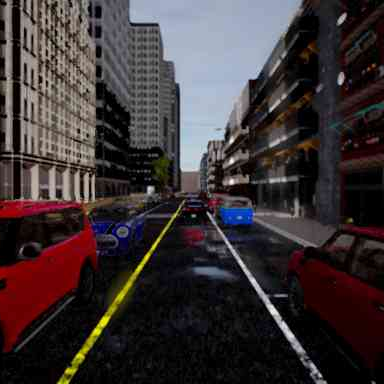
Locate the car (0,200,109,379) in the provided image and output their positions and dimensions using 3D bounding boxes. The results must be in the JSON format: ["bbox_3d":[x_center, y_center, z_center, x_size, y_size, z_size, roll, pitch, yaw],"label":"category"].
[{"bbox_3d":[-3.080,1.187,4.919,2.150,2.045,5.566,0,0,0],"label":"car"}]

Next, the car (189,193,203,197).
[{"bbox_3d":[0.115,1.246,46.296,1.994,1.385,4.181,0,0,0],"label":"car"}]

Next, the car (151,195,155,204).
[{"bbox_3d":[-5.681,1.292,37.359,2.008,1.369,4.403,0,0,0],"label":"car"}]

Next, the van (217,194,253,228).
[{"bbox_3d":[2.694,1.195,20.703,1.690,1.788,3.998,0,0,0],"label":"van"}]

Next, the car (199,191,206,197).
[{"bbox_3d":[2.713,0.767,81.762,2.192,1.841,5.009,0,0,0],"label":"car"}]

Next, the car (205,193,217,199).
[{"bbox_3d":[2.697,1.093,31.805,2.192,1.841,5.009,0,0,0],"label":"car"}]

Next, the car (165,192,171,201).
[{"bbox_3d":[-5.672,1.141,65.113,1.802,1.307,4.206,0,0,0],"label":"car"}]

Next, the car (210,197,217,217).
[{"bbox_3d":[2.697,1.366,26.255,2.008,1.369,4.403,0,0,0],"label":"car"}]

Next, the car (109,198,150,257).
[{"bbox_3d":[-2.997,1.263,12.482,2.097,1.767,4.553,0,0,0],"label":"car"}]

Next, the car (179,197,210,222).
[{"bbox_3d":[0.108,1.332,24.503,1.837,1.490,4.892,0,0,0],"label":"car"}]

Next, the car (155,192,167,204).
[{"bbox_3d":[-5.675,1.182,54.011,2.008,1.369,4.403,0,0,0],"label":"car"}]

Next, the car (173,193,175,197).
[{"bbox_3d":[-5.668,0.803,76.213,2.192,1.841,5.009,0,0,0],"label":"car"}]

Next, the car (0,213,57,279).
[{"bbox_3d":[-5.689,1.458,9.435,1.752,1.417,4.829,0,0,0],"label":"car"}]

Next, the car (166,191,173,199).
[{"bbox_3d":[-5.671,0.964,70.663,1.967,1.590,4.097,0,0,0],"label":"car"}]

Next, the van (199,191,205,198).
[{"bbox_3d":[2.717,0.725,92.865,1.690,1.788,3.998,0,0,0],"label":"van"}]

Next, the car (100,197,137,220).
[{"bbox_3d":[-5.684,1.256,26.256,1.967,1.590,4.097,0,0,0],"label":"car"}]

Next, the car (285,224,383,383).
[{"bbox_3d":[2.689,1.285,4.051,2.192,1.841,5.009,0,0,0],"label":"car"}]
